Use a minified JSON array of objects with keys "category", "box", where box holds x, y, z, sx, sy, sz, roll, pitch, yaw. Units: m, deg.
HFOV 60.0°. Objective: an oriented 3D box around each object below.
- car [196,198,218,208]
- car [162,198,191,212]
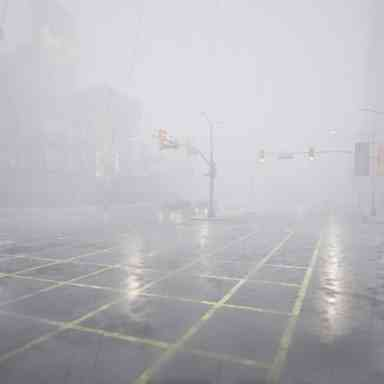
[{"category":"car","box":[2.196,1.601,48.688,1.895,1.301,4.718,0,0,23]},{"category":"car","box":[-1.774,1.478,39.277,1.882,1.535,5.008,0,0,25]}]
